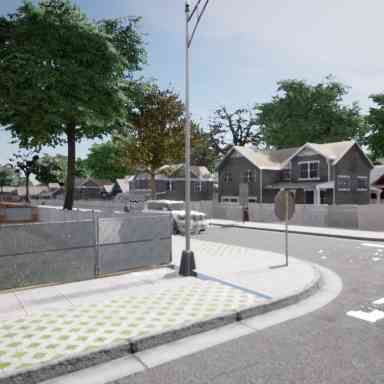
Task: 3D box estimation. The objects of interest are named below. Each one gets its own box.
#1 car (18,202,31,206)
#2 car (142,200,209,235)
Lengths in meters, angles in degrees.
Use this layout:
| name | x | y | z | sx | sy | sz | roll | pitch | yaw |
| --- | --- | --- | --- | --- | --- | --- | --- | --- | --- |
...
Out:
| name | x | y | z | sx | sy | sz | roll | pitch | yaw |
| --- | --- | --- | --- | --- | --- | --- | --- | --- | --- |
| car | -32.970 | 2.646 | 65.204 | 2.128 | 1.511 | 4.902 | 0 | -1 | -36 |
| car | -1.242 | 1.553 | 21.455 | 2.150 | 2.045 | 5.566 | 0 | -1 | -36 |
